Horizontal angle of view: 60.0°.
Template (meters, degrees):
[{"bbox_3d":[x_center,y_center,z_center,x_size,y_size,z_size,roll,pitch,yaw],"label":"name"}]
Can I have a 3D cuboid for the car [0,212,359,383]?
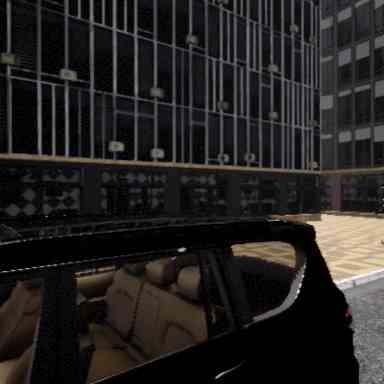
[{"bbox_3d":[-1.192,1.221,2.095,5.566,2.045,2.150,0,0,-35],"label":"car"}]
